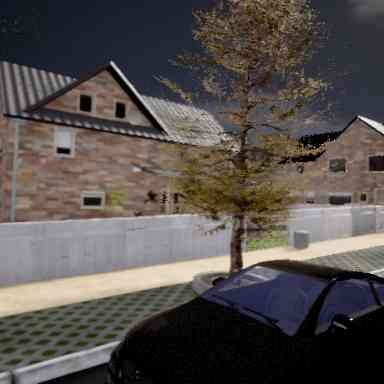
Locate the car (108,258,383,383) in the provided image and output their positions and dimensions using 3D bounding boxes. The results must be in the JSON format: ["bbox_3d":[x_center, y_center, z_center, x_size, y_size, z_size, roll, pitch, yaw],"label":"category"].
[{"bbox_3d":[1.185,1.568,3.915,4.181,1.385,1.994,0,0,-35],"label":"car"}]
